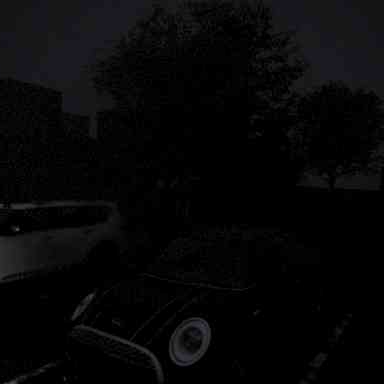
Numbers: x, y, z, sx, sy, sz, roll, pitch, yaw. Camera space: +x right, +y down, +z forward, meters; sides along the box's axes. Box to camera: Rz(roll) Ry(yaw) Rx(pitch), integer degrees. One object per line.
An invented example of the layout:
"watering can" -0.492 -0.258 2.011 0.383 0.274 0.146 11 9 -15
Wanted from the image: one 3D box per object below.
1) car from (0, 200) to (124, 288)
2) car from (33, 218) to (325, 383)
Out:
"car" -4.054 1.240 8.140 2.435 2.045 5.566 0 0 36
"car" 0.427 1.358 5.015 2.185 1.767 4.553 0 0 36
